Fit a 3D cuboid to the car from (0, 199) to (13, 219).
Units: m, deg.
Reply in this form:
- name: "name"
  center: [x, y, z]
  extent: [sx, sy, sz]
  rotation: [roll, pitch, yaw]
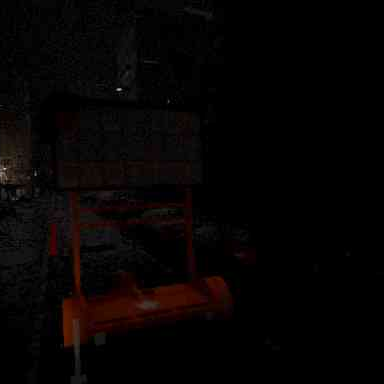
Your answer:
- name: "car"
  center: [-15.556, 1.284, 25.961]
  extent: [1.967, 1.590, 4.097]
  rotation: [-3, 2, -22]

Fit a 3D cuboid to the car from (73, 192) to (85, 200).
- name: "car"
  center: [-20.468, 0.752, 60.195]
  extent: [1.802, 1.307, 4.206]
  rotation: [-3, 2, -22]

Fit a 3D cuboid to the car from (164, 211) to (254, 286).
- name: "car"
  center: [0.870, 1.341, 8.575]
  extent: [1.802, 1.307, 4.206]
  rotation: [-3, 2, -22]

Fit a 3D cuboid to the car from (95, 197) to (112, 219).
- name: "car"
  center: [-5.532, 1.153, 24.061]
  extent: [1.947, 1.339, 4.313]
  rotation: [-3, 2, -22]

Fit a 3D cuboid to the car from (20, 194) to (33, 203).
- name: "car"
  center: [-28.361, 1.029, 56.932]
  extent: [1.887, 1.381, 4.507]
  rotation: [-3, 2, -22]

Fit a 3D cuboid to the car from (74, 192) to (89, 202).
- name: "car"
  center: [-18.334, 0.797, 55.033]
  extent: [1.947, 1.339, 4.313]
  rotation: [-3, 2, -22]

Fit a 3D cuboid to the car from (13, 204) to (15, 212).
- name: "car"
  center: [-17.685, 1.367, 31.126]
  extent: [1.802, 1.307, 4.206]
  rotation: [-3, 2, -22]

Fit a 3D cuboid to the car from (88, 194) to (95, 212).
- name: "car"
  center: [-7.666, 1.080, 29.222]
  extent: [2.008, 1.369, 4.403]
  rotation: [-3, 2, -22]

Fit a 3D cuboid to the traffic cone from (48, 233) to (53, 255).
- name: "traffic cone"
  center: [-4.774, 1.817, 11.455]
  extent: [0.340, 0.580, 0.340]
  rotation: [-2, 1, -22]

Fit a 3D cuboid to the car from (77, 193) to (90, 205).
- name: "car"
  center: [-14.067, 0.903, 44.708]
  extent: [2.008, 1.369, 4.403]
  rotation: [-3, 2, -22]

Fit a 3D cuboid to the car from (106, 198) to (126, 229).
- name: "car"
  center: [-3.398, 1.210, 18.899]
  extent: [1.947, 1.339, 4.313]
  rotation: [-3, 2, -22]

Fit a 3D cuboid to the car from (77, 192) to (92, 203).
- name: "car"
  center: [-16.267, 0.816, 50.026]
  extent: [1.752, 1.417, 4.829]
  rotation: [-3, 2, -22]

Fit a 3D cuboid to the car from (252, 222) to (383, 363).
- name: "car"
  center: [2.993, 1.130, 3.406]
  extent: [2.192, 1.841, 5.009]
  rotation: [-3, 2, -22]

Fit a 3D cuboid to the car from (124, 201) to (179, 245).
- name: "car"
  center: [-1.331, 1.226, 13.893]
  extent: [1.752, 1.417, 4.829]
  rotation: [-3, 2, -22]

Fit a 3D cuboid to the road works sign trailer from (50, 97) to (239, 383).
- name: "road works sign trailer"
  center: [-0.962, 0.351, 5.443]
  extent: [2.380, 3.560, 2.880]
  rotation: [-2, 1, -23]
